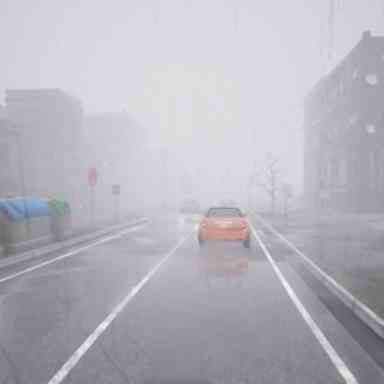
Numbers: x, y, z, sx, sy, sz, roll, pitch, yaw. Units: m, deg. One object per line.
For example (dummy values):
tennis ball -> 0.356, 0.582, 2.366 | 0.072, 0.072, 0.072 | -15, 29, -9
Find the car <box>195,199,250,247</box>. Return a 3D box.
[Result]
car -> 1.493, 1.352, 15.326 | 2.097, 1.767, 4.553 | 1, 0, 6

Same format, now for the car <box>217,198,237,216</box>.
car -> 3.586, 1.475, 33.958 | 1.882, 1.535, 5.008 | 1, 0, 7

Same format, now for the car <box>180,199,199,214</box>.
car -> -0.074, 1.469, 34.422 | 1.837, 1.490, 4.892 | 1, 0, 7
